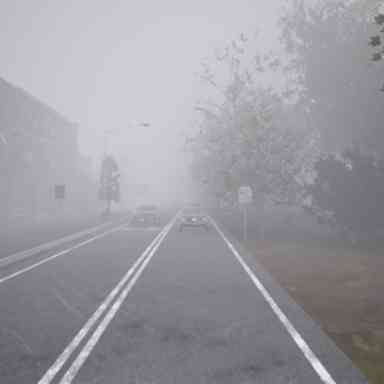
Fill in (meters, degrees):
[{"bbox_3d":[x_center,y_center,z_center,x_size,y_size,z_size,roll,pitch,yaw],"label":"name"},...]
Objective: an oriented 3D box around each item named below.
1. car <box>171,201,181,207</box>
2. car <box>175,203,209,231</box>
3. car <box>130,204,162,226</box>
[{"bbox_3d":[-3.064,2.315,64.991,1.895,1.301,4.718,0,-1,1],"label":"car"},{"bbox_3d":[0.126,1.653,21.526,2.033,1.411,5.357,0,-1,0],"label":"car"},{"bbox_3d":[-3.314,1.641,24.434,1.837,1.490,4.892,0,-1,0],"label":"car"}]
